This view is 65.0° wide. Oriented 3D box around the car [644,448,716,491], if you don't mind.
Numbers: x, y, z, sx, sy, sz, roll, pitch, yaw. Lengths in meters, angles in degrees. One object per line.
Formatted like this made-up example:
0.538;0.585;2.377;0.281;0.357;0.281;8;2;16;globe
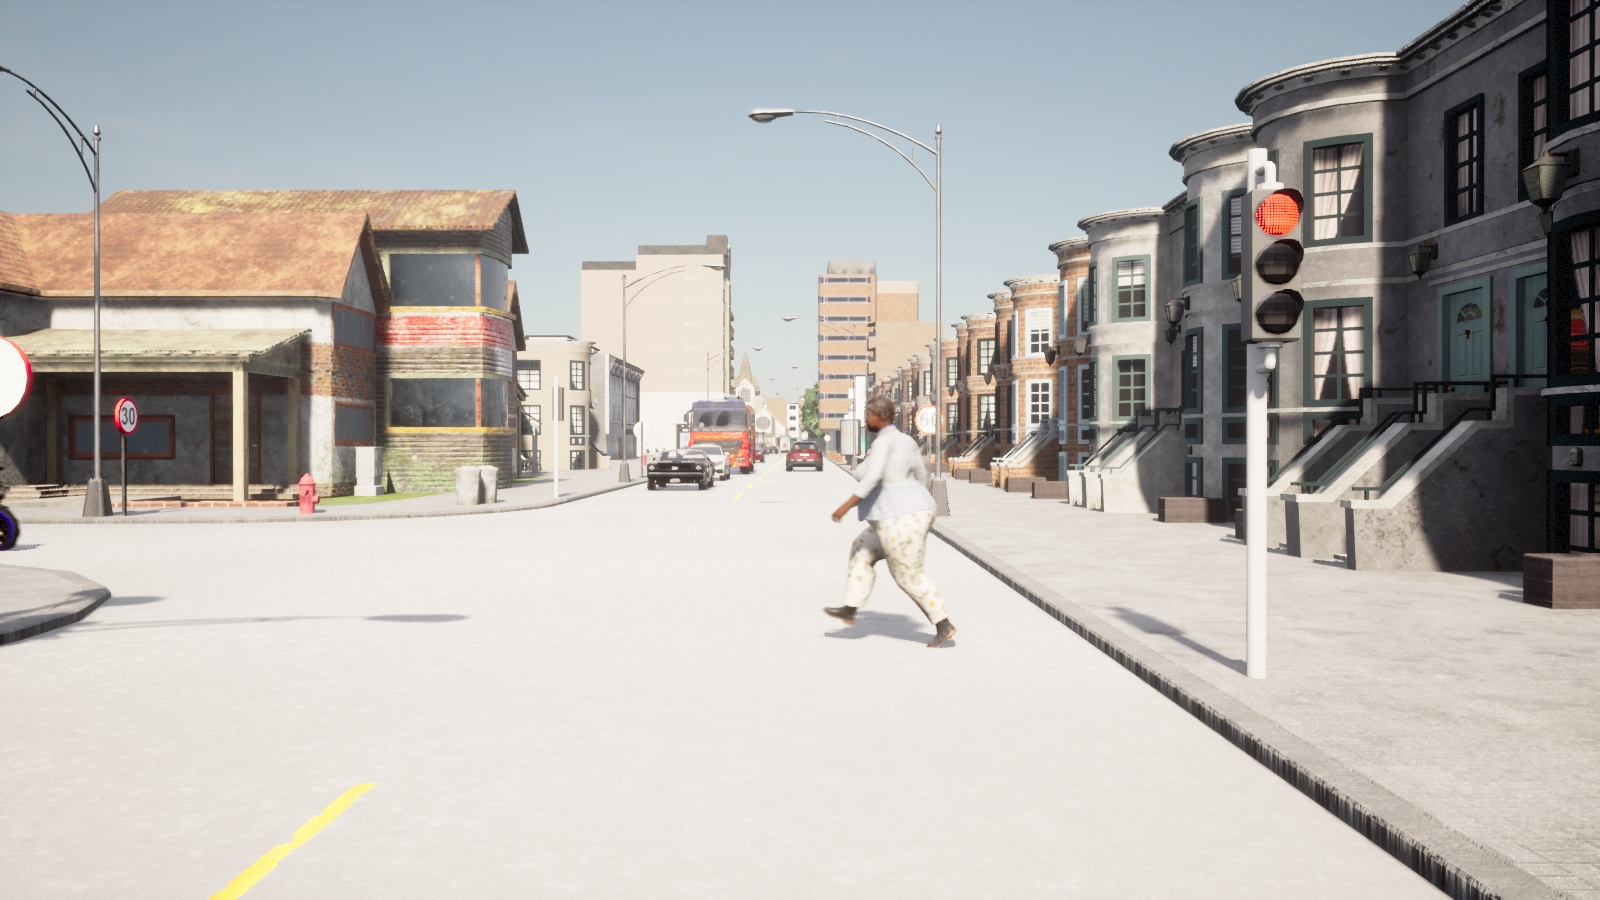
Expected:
-3.852;0.612;41.032;1.895;1.301;4.718;0;0;0;car

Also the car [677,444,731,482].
-3.820;0.482;50.824;1.812;1.442;4.674;0;0;0;car

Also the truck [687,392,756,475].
-3.776;-0.773;62.368;2.891;3.827;8.468;0;0;0;truck

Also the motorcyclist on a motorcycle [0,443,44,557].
-11.775;0.674;17.293;2.191;1.530;0.866;0;0;0;motorcyclist on a motorcycle

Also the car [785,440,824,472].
0.242;0.296;67.471;2.033;1.649;4.856;0;0;0;car

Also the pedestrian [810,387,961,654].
0.645;0.485;9.277;0.900;1.855;0.874;0;0;20;pedestrian

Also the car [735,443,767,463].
-3.660;0.211;94.341;2.163;1.488;4.792;0;0;0;car
